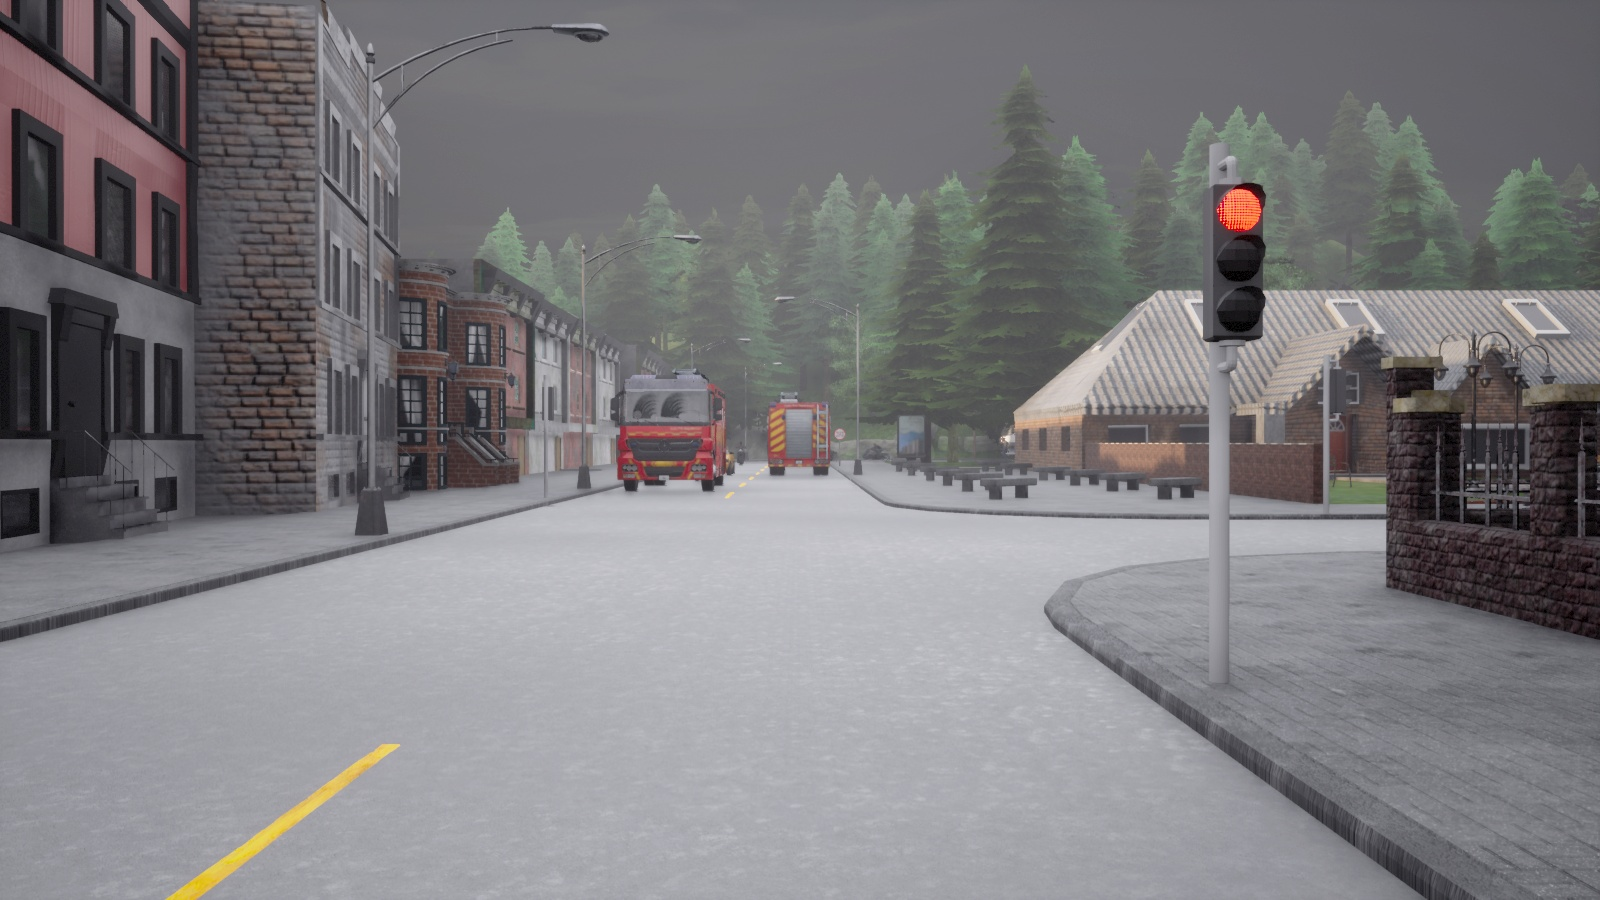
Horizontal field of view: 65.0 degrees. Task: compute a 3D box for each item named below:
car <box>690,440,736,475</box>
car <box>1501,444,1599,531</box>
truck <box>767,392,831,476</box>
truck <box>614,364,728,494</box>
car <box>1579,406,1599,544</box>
[{"bbox_3d":[-4.049,0.349,59.246,1.801,1.575,5.366,0,0,0],"label":"car"},{"bbox_3d":[15.368,0.639,22.192,4.892,1.490,1.837,0,0,2],"label":"car"},{"bbox_3d":[-0.046,-0.767,61.797,2.891,3.827,8.468,0,0,0],"label":"truck"},{"bbox_3d":[-4.048,-0.654,41.252,2.891,3.827,8.468,0,0,0],"label":"truck"},{"bbox_3d":[14.694,0.375,18.153,5.566,2.045,2.150,0,0,-1],"label":"car"}]
